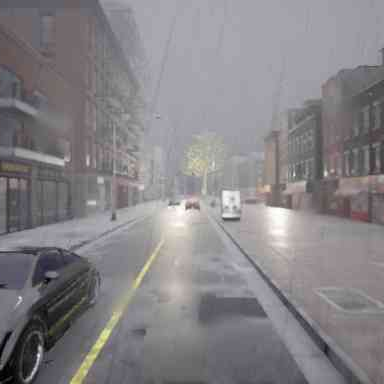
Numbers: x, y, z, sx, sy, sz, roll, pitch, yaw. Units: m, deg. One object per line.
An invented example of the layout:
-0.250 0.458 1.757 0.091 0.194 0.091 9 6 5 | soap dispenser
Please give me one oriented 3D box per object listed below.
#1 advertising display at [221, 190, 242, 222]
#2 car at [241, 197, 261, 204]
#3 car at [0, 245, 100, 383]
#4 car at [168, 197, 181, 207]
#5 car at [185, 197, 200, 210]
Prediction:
3.021 1.045 25.625 1.540 2.440 0.280 0 0 0 | advertising display
10.961 1.572 63.594 4.097 1.590 1.967 0 -1 0 | car
-2.846 1.568 5.108 1.994 1.385 4.181 0 0 0 | car
-2.724 1.560 52.779 1.837 1.490 4.892 0 0 0 | car
0.086 1.636 42.444 1.895 1.301 4.718 0 0 0 | car
